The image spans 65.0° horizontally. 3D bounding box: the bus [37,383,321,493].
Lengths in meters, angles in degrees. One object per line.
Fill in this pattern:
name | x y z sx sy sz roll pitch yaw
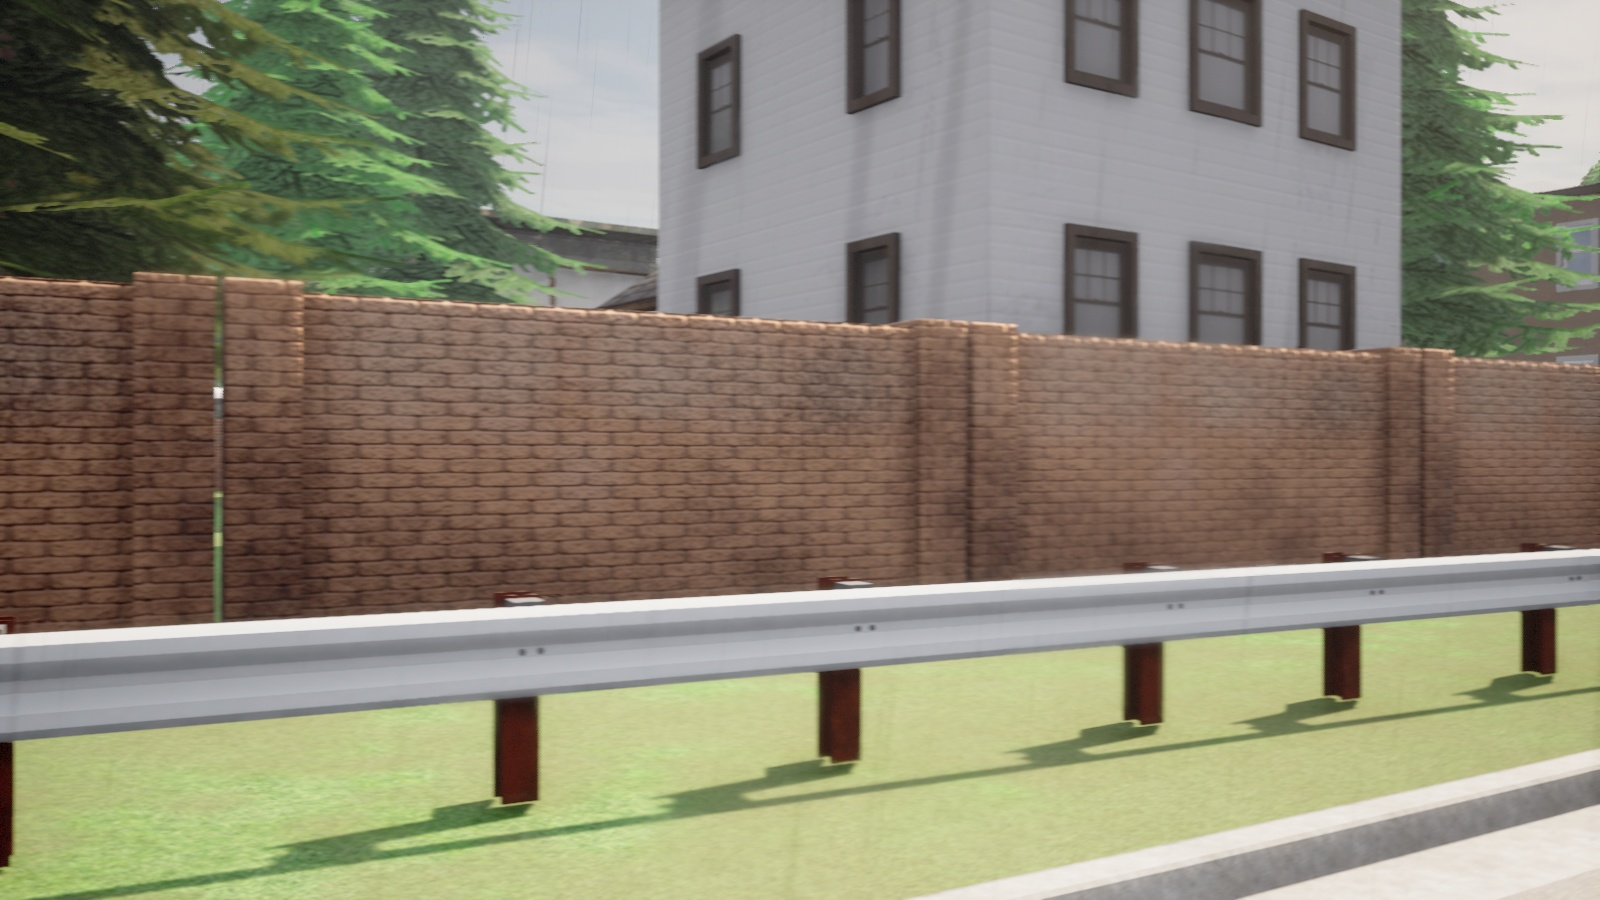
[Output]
bus | -26.078 -0.446 53.007 10.273 4.253 3.944 0 0 -35
